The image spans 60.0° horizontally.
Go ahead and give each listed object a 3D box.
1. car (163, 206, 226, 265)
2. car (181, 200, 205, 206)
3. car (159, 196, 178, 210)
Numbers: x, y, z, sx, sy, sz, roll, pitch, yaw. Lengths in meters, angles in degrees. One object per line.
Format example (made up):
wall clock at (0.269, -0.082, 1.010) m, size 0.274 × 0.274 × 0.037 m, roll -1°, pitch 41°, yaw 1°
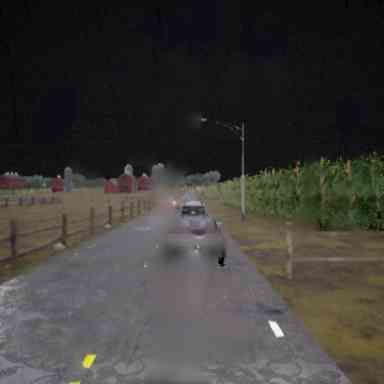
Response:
car at (0.086, 1.471, 11.560) m, size 2.128 × 1.511 × 4.902 m, roll 0°, pitch 0°, yaw 0°
car at (0.094, 1.427, 28.336) m, size 1.882 × 1.535 × 5.008 m, roll 0°, pitch 0°, yaw 0°
car at (-2.831, 1.275, 41.270) m, size 2.097 × 1.767 × 4.553 m, roll 0°, pitch 0°, yaw 0°
